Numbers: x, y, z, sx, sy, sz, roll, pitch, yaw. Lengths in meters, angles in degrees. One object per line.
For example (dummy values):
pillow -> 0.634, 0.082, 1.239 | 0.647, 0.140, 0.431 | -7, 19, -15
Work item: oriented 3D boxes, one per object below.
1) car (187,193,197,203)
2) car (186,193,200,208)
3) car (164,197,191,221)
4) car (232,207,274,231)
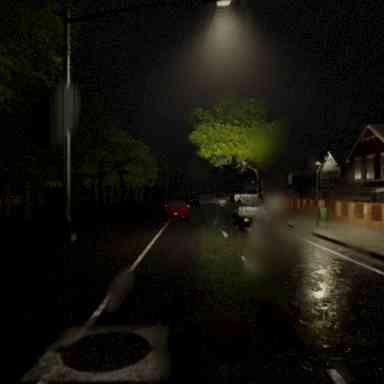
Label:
car -> -0.021, 1.151, 69.283 | 2.150, 2.045, 5.566 | 0, 0, 0
car -> 0.007, 1.252, 48.289 | 2.150, 2.045, 5.566 | 0, 0, 0
car -> -1.233, 1.469, 27.280 | 1.882, 1.535, 5.008 | 0, 0, 0
car -> 3.595, 1.589, 20.507 | 1.895, 1.301, 4.718 | 0, 0, 0
